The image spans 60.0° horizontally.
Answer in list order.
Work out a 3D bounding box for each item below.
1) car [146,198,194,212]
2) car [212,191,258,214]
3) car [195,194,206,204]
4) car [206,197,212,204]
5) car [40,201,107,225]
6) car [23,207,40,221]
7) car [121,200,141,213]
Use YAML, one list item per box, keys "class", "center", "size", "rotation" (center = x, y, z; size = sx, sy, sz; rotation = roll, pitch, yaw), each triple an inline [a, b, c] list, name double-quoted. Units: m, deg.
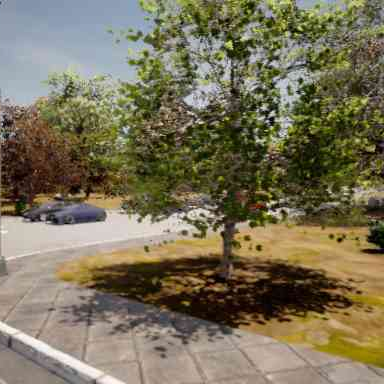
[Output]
- class: "car"
  center: [-2.177, 1.335, 32.076]
  size: [1.994, 1.385, 4.181]
  rotation: [0, 2, 38]
- class: "car"
  center: [4.409, 0.938, 28.838]
  size: [2.150, 2.045, 5.566]
  rotation: [0, 2, 38]
- class: "car"
  center: [1.774, 0.904, 42.851]
  size: [2.033, 1.411, 5.357]
  rotation: [0, 3, 38]
- class: "car"
  center: [4.207, 0.882, 40.279]
  size: [1.837, 1.490, 4.892]
  rotation: [0, 3, 38]
- class: "car"
  center: [-8.317, 1.544, 24.167]
  size: [1.994, 1.385, 4.181]
  rotation: [0, 1, 38]
- class: "car"
  center: [-10.888, 1.485, 26.566]
  size: [1.837, 1.490, 4.892]
  rotation: [0, 1, 38]
- class: "car"
  center: [-4.767, 0.988, 34.453]
  size: [2.150, 2.045, 5.566]
  rotation: [0, 2, 37]
